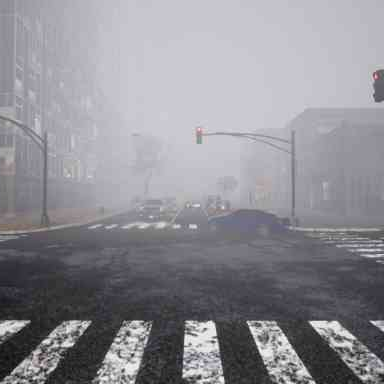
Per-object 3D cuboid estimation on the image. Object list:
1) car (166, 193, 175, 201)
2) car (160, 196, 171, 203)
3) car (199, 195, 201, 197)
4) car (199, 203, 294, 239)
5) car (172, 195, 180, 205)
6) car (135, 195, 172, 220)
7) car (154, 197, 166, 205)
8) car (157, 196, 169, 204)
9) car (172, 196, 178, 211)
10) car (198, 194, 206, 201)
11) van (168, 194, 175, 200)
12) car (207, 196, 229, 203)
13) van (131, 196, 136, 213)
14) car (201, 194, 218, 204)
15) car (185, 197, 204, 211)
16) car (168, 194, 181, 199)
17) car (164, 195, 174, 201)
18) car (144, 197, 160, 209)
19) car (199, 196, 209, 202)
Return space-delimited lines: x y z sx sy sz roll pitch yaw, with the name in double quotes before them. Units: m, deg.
"car" -5.648 1.321 87.707 2.192 1.841 5.009 1 0 0
"car" -5.658 1.572 70.685 1.947 1.339 4.313 1 0 0
"car" 2.725 1.321 65.048 2.192 1.841 5.009 1 0 0
"car" 2.955 1.534 17.465 4.674 1.442 1.812 0 1 36
"car" -3.082 1.531 47.642 1.812 1.442 4.674 0 0 0
"car" -3.125 1.356 28.149 2.097 1.767 4.553 0 0 1
"car" -5.661 1.587 59.337 1.802 1.307 4.206 1 0 0
"car" -5.659 1.572 65.011 1.947 1.339 4.313 1 0 0
"car" -3.090 1.552 37.622 2.033 1.411 5.357 0 0 0
"car" 2.729 1.446 87.743 1.967 1.590 4.097 1 0 0
"van" -5.647 1.347 93.381 1.690 1.788 3.998 1 0 0
"car" 2.713 1.444 31.003 1.967 1.590 4.097 1 0 0
"van" -5.663 1.346 36.641 1.690 1.788 3.998 1 0 0
"car" 2.719 1.320 42.351 2.192 1.841 5.009 1 0 0
"car" 0.106 1.605 40.659 1.895 1.301 4.718 0 0 0
"car" -3.035 1.483 58.473 1.882 1.535 5.008 0 0 0
"car" -5.654 1.557 82.033 2.008 1.369 4.403 1 0 0
"car" -5.663 1.530 47.819 1.752 1.417 4.829 1 0 0
"car" 2.724 1.572 76.396 1.947 1.339 4.313 1 0 0
